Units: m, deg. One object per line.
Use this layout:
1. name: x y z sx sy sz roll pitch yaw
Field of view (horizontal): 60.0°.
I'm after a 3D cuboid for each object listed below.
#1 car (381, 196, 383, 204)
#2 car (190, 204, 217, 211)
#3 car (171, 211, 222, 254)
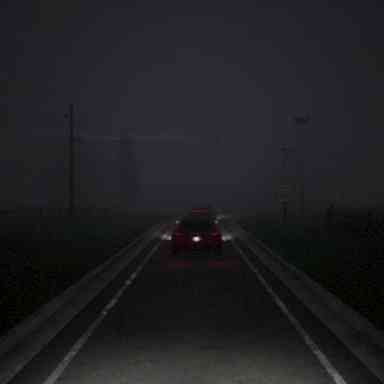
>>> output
1. car: 47.949 2.021 79.656 5.566 2.045 2.150 0 -1 -24
2. car: 0.988 1.775 28.769 2.128 1.511 4.902 0 0 12
3. car: 0.201 1.704 14.162 1.994 1.385 4.181 0 -1 1
